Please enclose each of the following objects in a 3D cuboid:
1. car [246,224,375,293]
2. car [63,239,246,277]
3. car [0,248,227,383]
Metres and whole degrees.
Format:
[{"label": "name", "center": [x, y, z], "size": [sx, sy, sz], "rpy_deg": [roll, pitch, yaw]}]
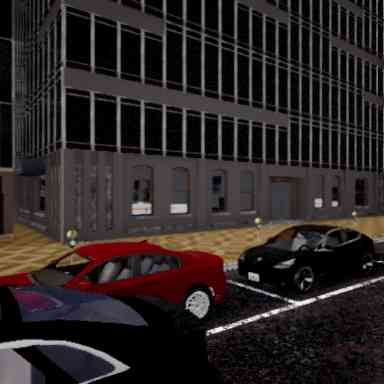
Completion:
[{"label": "car", "center": [3.180, 1.563, 8.854], "size": [4.313, 1.339, 1.947], "rpy_deg": [0, 0, -36]}, {"label": "car", "center": [-1.445, 1.544, 5.534], "size": [4.507, 1.381, 1.887], "rpy_deg": [0, 0, -36]}, {"label": "car", "center": [-2.041, 1.491, 1.921], "size": [4.902, 1.511, 2.128], "rpy_deg": [0, 0, -36]}]
